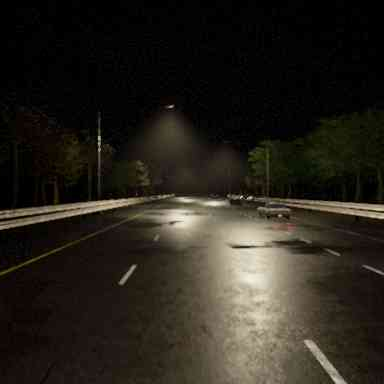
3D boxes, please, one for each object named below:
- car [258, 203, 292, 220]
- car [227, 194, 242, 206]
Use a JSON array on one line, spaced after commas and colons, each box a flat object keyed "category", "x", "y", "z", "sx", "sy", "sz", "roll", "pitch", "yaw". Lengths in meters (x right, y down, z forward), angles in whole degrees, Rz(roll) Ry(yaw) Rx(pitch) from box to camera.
[{"category": "car", "x": 7.042, "y": 1.622, "z": 28.777, "sx": 1.895, "sy": 1.301, "sz": 4.718, "roll": 0, "pitch": 0, "yaw": 0}, {"category": "car", "x": 7.156, "y": 1.547, "z": 55.842, "sx": 2.128, "sy": 1.511, "sz": 4.902, "roll": 0, "pitch": 0, "yaw": 0}]
